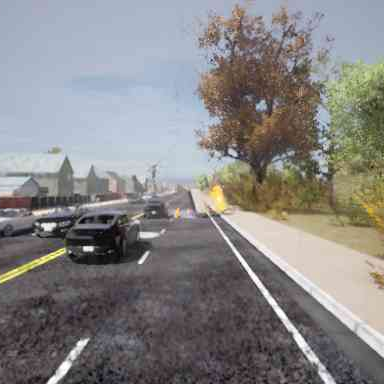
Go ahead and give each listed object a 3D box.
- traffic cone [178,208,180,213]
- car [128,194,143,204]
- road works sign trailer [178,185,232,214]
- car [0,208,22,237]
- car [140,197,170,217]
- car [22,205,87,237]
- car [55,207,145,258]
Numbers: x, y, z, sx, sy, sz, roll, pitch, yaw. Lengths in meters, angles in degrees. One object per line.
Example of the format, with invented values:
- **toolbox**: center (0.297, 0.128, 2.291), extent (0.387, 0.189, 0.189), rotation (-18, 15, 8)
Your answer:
- **traffic cone**: center (-1.379, 1.889, 28.312), extent (0.340, 0.580, 0.340), rotation (0, 0, 0)
- **car**: center (-9.796, 1.195, 58.372), extent (2.097, 1.767, 4.553), rotation (0, 0, 0)
- **road works sign trailer**: center (1.063, 0.870, 29.167), extent (2.880, 2.380, 3.560), rotation (-29, -22, 35)
- **car**: center (-9.848, 1.560, 17.747), extent (1.895, 1.301, 4.718), rotation (0, 0, 0)
- **car**: center (-3.147, 1.434, 29.822), extent (1.837, 1.490, 4.892), rotation (0, 0, 0)
- **car**: center (-6.597, 1.451, 17.683), extent (2.128, 1.511, 4.902), rotation (0, 0, 0)
- **car**: center (-3.150, 1.477, 12.537), extent (1.837, 1.490, 4.892), rotation (0, 0, 0)
